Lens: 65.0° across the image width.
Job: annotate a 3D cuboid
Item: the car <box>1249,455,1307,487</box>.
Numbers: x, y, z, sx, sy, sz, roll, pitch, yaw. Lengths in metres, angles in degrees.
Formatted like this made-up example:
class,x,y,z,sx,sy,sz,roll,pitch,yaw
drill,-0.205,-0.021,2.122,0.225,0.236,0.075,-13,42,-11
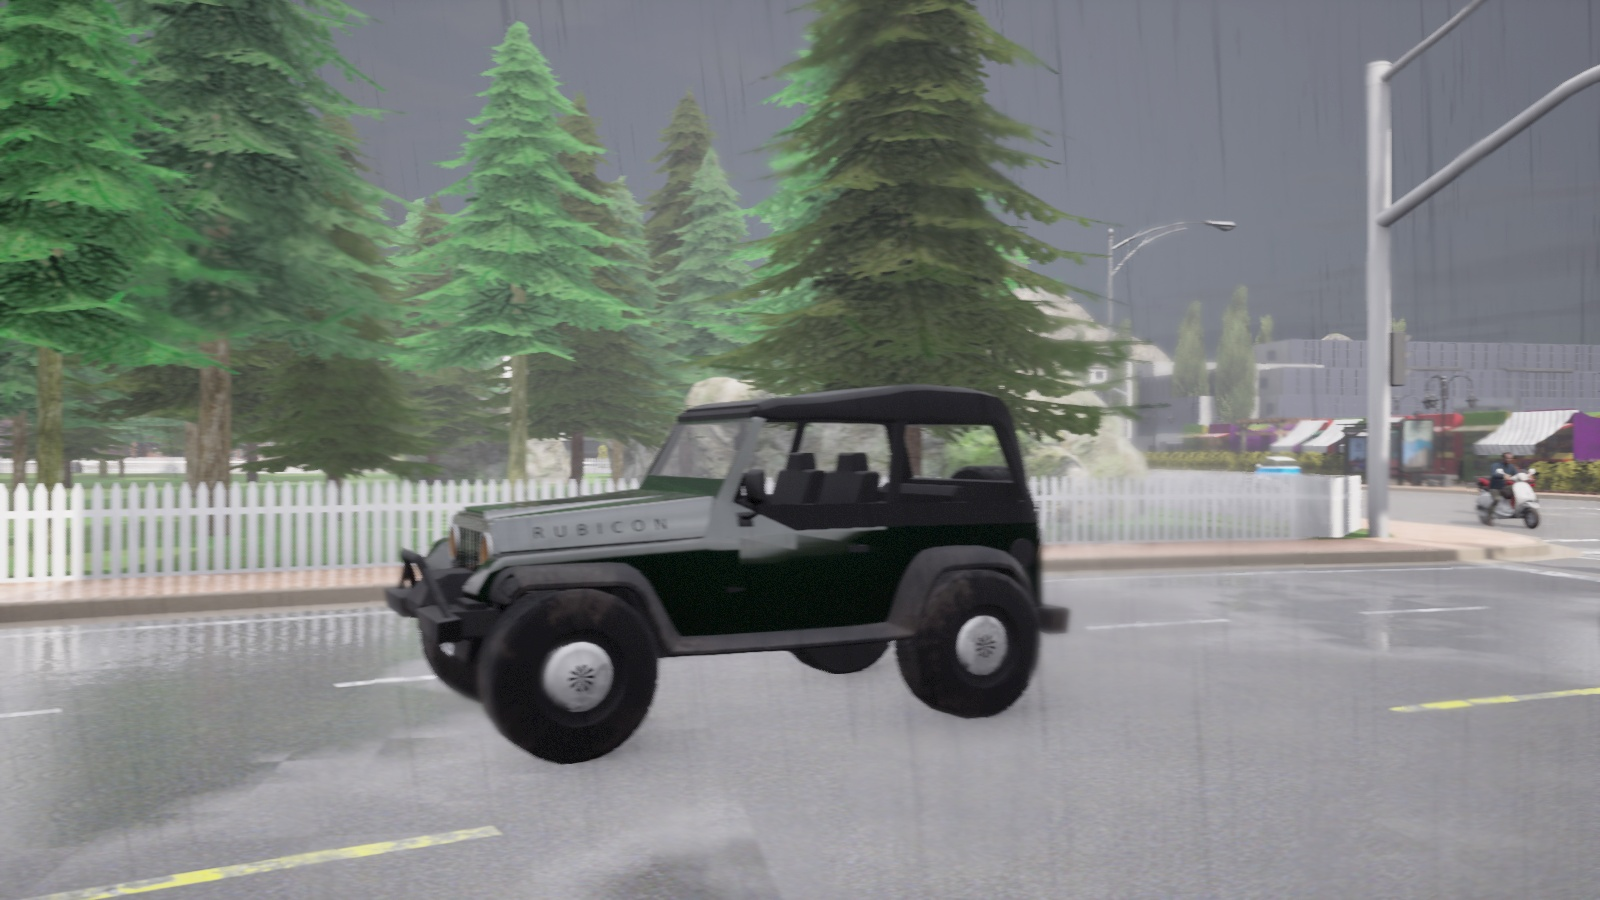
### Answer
class,x,y,z,sx,sy,sz,roll,pitch,yaw
car,20.862,0.901,54.872,1.481,1.376,2.207,0,0,-9

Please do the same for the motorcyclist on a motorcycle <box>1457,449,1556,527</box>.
class,x,y,z,sx,sy,sz,roll,pitch,yaw
motorcyclist on a motorcycle,14.862,0.769,26.481,0.866,1.590,1.817,0,0,-9

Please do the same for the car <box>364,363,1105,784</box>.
class,x,y,z,sx,sy,sz,roll,pitch,yaw
car,-0.378,0.551,7.308,3.866,1.878,1.905,0,0,-27

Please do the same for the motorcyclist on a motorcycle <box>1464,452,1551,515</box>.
class,x,y,z,sx,sy,sz,roll,pitch,yaw
motorcyclist on a motorcycle,17.615,0.800,31.334,0.797,1.523,2.044,0,0,-9
